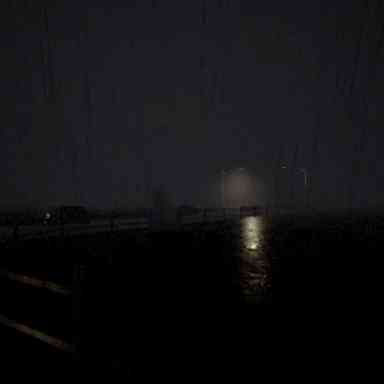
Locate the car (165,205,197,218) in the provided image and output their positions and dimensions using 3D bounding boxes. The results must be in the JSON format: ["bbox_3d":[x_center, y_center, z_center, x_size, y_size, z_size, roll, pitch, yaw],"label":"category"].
[{"bbox_3d":[-1.292,2.353,41.116,1.882,1.535,5.008,-1,-2,35],"label":"car"}]

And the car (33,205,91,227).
[{"bbox_3d":[-10.770,1.914,27.728,2.097,1.767,4.553,-1,-2,35],"label":"car"}]

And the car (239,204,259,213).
[{"bbox_3d":[9.719,2.759,56.507,1.882,1.535,5.008,-1,-2,35],"label":"car"}]
